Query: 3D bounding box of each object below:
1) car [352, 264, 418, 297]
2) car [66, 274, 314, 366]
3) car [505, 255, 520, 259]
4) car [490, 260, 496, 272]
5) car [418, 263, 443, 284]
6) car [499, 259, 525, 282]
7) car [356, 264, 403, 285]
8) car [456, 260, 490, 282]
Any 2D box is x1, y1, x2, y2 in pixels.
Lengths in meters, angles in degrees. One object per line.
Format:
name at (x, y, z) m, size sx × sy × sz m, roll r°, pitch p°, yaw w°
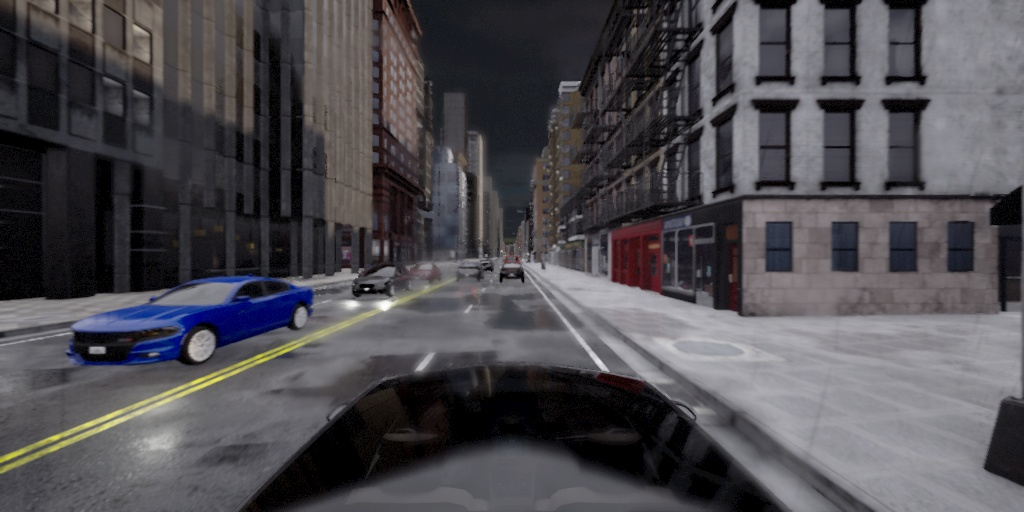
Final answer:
car at (-6.585, 1.239, 18.683) m, size 1.837 × 1.490 × 4.892 m, roll 0°, pitch 0°, yaw 0°
car at (-6.596, 1.222, 8.204) m, size 1.882 × 1.535 × 5.008 m, roll 0°, pitch 0°, yaw 0°
car at (0.059, 0.938, 43.810) m, size 2.150 × 2.045 × 5.566 m, roll 0°, pitch 0°, yaw 1°
car at (-3.182, 1.221, 45.193) m, size 1.837 × 1.490 × 4.892 m, roll 0°, pitch 1°, yaw 0°
car at (-6.499, 1.259, 26.941) m, size 1.812 × 1.442 × 4.674 m, roll 0°, pitch 0°, yaw 0°
car at (0.010, 1.205, 28.195) m, size 1.882 × 1.535 × 5.008 m, roll 0°, pitch 0°, yaw 0°
car at (-9.749, 1.296, 26.730) m, size 1.994 × 1.385 × 4.181 m, roll 0°, pitch 0°, yaw 0°
car at (-3.238, 1.219, 28.580) m, size 2.128 × 1.511 × 4.902 m, roll 0°, pitch 0°, yaw 0°
